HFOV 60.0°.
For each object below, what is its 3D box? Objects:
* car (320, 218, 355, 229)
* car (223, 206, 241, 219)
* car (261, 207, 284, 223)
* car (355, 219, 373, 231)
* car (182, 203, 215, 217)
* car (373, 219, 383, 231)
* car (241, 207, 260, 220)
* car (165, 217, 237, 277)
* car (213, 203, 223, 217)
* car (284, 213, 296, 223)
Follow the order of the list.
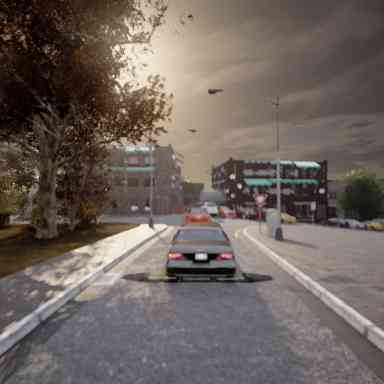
[{"bbox_3d":[22.165,4.734,51.757,2.002,1.452,4.674,7,-4,-30],"label":"car"},{"bbox_3d":[4.418,2.865,48.473,2.185,1.767,4.553,4,-4,-31],"label":"car"},{"bbox_3d":[10.379,3.285,49.581,2.435,2.045,5.566,7,-4,-31],"label":"car"},{"bbox_3d":[25.132,5.024,52.295,2.002,1.452,4.674,7,-4,-30],"label":"car"},{"bbox_3d":[0.315,2.047,27.897,2.097,1.767,4.553,0,-2,-5],"label":"car"},{"bbox_3d":[28.007,5.272,52.974,1.946,1.575,5.366,7,-4,-30],"label":"car"},{"bbox_3d":[7.387,3.117,48.997,2.185,1.767,4.553,6,-4,-31],"label":"car"},{"bbox_3d":[0.265,1.650,10.192,2.033,1.411,5.357,0,-2,1],"label":"car"},{"bbox_3d":[1.544,2.572,47.860,2.435,2.045,5.566,1,-3,-31],"label":"car"},{"bbox_3d":[13.206,3.824,50.304,1.946,1.575,5.366,7,-4,-30],"label":"car"}]
